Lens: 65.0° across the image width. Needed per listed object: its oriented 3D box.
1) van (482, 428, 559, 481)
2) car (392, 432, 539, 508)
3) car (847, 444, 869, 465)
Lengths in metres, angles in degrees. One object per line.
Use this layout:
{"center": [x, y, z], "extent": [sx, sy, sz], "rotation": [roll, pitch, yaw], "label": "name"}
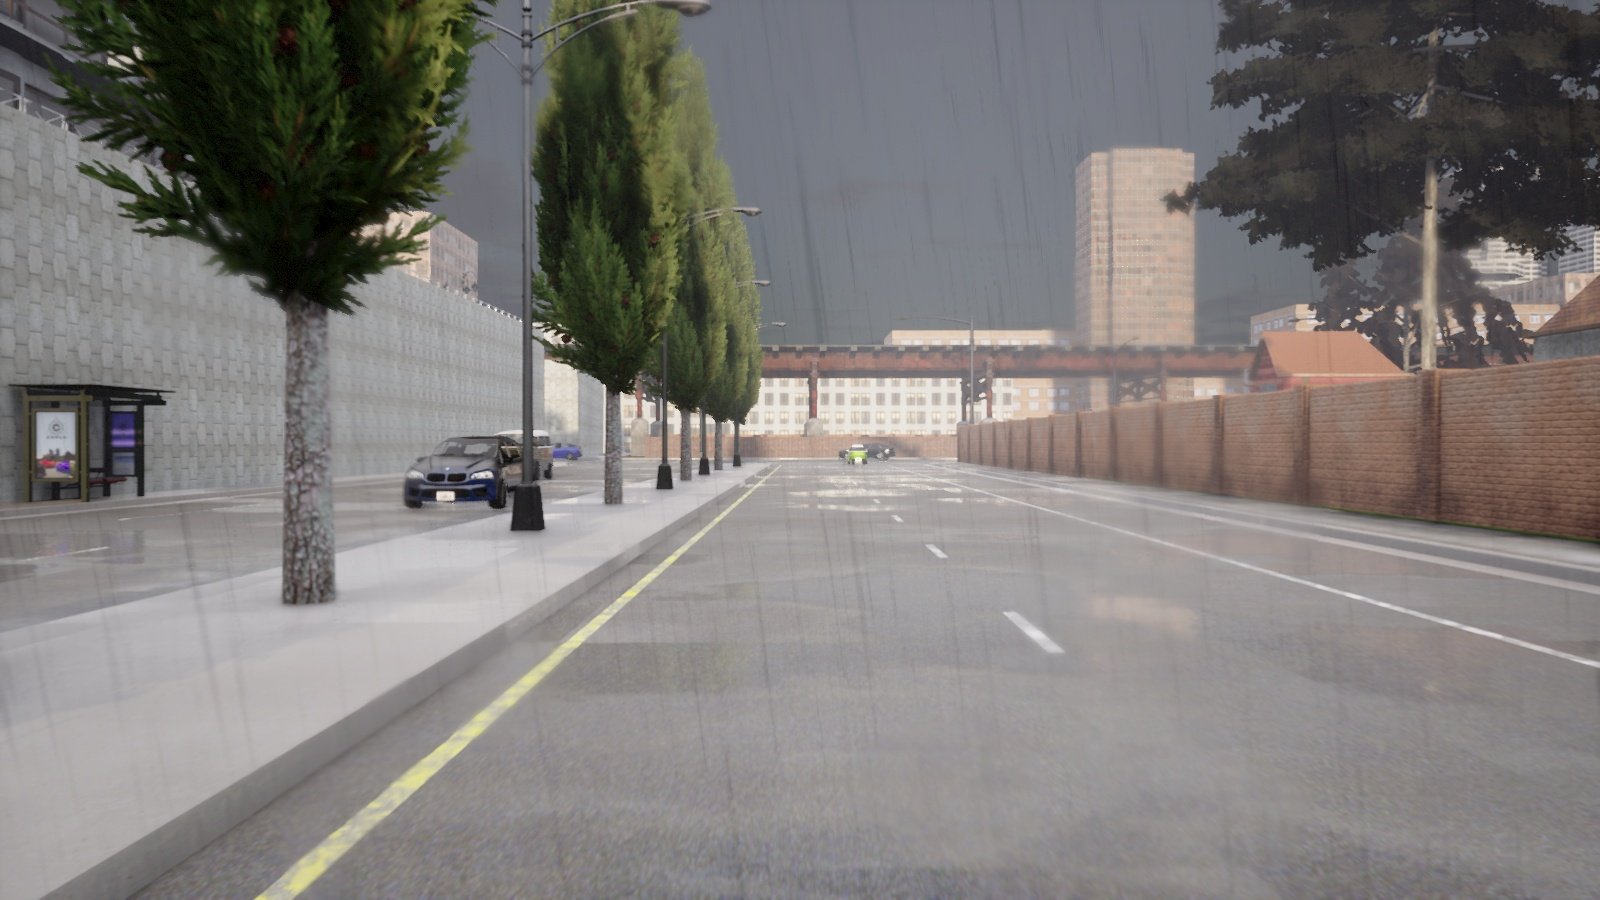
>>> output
{"center": [-11.197, 0.176, 50.557], "extent": [2.069, 2.038, 4.480], "rotation": [0, 0, 0], "label": "van"}
{"center": [-7.815, 0.416, 29.848], "extent": [2.242, 1.667, 4.611], "rotation": [0, 0, 0], "label": "car"}
{"center": [4.015, 0.312, 87.345], "extent": [1.481, 1.376, 2.207], "rotation": [0, 1, 0], "label": "car"}
